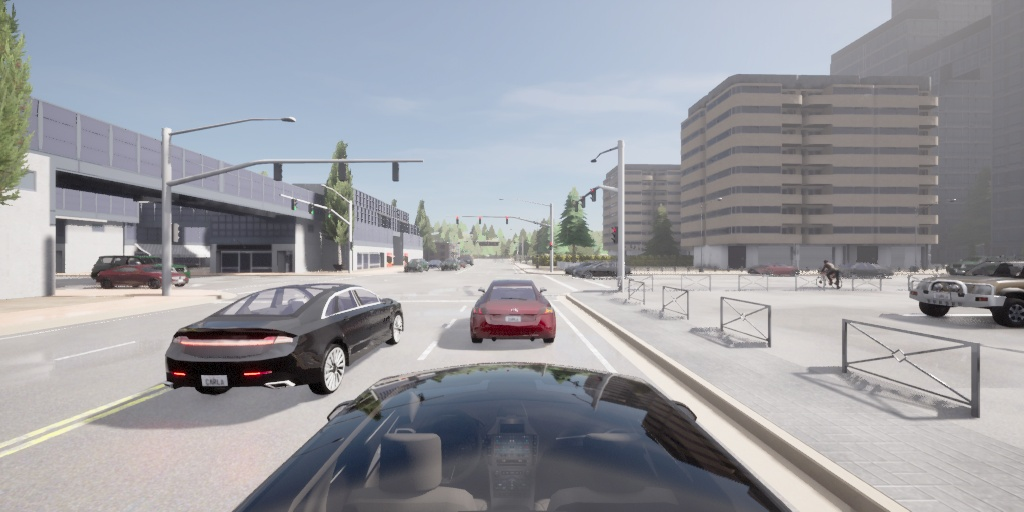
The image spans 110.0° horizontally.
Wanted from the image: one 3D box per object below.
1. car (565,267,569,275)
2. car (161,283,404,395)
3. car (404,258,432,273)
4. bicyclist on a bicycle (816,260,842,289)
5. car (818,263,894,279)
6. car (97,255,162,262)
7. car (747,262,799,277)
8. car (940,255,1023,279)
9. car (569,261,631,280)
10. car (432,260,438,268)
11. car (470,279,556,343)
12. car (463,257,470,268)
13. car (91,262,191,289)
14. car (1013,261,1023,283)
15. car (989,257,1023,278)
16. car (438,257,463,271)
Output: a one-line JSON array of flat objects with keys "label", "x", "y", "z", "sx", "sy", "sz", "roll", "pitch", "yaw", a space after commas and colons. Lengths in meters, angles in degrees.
[{"label": "car", "x": 7.602, "y": 1.255, "z": 34.739, "sx": 4.892, "sy": 1.490, "sz": 1.837, "roll": 0, "pitch": 0, "yaw": 2}, {"label": "car", "x": -3.472, "y": 1.242, "z": 6.610, "sx": 2.128, "sy": 1.511, "sz": 4.902, "roll": 0, "pitch": 0, "yaw": 0}, {"label": "car", "x": -11.756, "y": 1.102, "z": 44.178, "sx": 2.097, "sy": 1.767, "sz": 4.553, "roll": 0, "pitch": 0, "yaw": 0}, {"label": "bicyclist on a bicycle", "x": 17.933, "y": 1.052, "z": 20.308, "sx": 0.582, "sy": 1.620, "sz": 1.656, "roll": 0, "pitch": 0, "yaw": -2}, {"label": "car", "x": 30.365, "y": 1.297, "z": 31.661, "sx": 5.357, "sy": 1.411, "sz": 2.033, "roll": 0, "pitch": 0, "yaw": -2}, {"label": "car", "x": -26.437, "y": 0.971, "z": 25.635, "sx": 5.566, "sy": 2.045, "sz": 2.150, "roll": 0, "pitch": 0, "yaw": -1}, {"label": "car", "x": 25.433, "y": 1.314, "z": 35.018, "sx": 4.181, "sy": 1.385, "sz": 1.994, "roll": 0, "pitch": 0, "yaw": -2}, {"label": "car", "x": 46.676, "y": 0.968, "z": 35.550, "sx": 5.566, "sy": 2.045, "sz": 2.150, "roll": 0, "pitch": 0, "yaw": -2}, {"label": "car", "x": 7.752, "y": 1.241, "z": 30.851, "sx": 4.902, "sy": 1.511, "sz": 2.128, "roll": 0, "pitch": 0, "yaw": -4}, {"label": "car", "x": -12.042, "y": 1.297, "z": 56.433, "sx": 2.033, "sy": 1.411, "sz": 5.357, "roll": 0, "pitch": 0, "yaw": -1}, {"label": "car", "x": 0.014, "y": 1.314, "z": 9.667, "sx": 1.994, "sy": 1.385, "sz": 4.181, "roll": 0, "pitch": 0, "yaw": 0}, {"label": "car", "x": -8.604, "y": 1.314, "z": 59.035, "sx": 1.994, "sy": 1.385, "sz": 4.181, "roll": 0, "pitch": 0, "yaw": -1}, {"label": "car", "x": -22.881, "y": 1.276, "z": 22.237, "sx": 4.674, "sy": 1.442, "sz": 1.812, "roll": 0, "pitch": 0, "yaw": 0}, {"label": "car", "x": 43.309, "y": 1.314, "z": 28.389, "sx": 4.181, "sy": 1.385, "sz": 1.994, "roll": 0, "pitch": 0, "yaw": -1}, {"label": "car", "x": 46.847, "y": 1.008, "z": 32.053, "sx": 5.357, "sy": 1.411, "sz": 2.033, "roll": 0, "pitch": 0, "yaw": -2}, {"label": "car", "x": -8.339, "y": 1.102, "z": 49.067, "sx": 2.097, "sy": 1.767, "sz": 4.553, "roll": 0, "pitch": 0, "yaw": -1}]
